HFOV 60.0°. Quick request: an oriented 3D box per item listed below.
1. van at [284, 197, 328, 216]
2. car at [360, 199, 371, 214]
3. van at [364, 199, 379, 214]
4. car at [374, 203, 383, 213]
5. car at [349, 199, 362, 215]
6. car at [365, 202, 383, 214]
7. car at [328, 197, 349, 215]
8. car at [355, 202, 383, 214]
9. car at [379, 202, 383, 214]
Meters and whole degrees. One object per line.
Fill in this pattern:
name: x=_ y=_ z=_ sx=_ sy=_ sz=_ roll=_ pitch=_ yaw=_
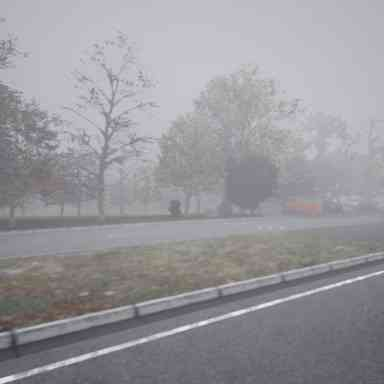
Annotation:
van: x=12.340 y=1.556 z=37.274 sx=1.878 sy=1.987 sz=4.442 roll=2 pitch=-1 yaw=-35
car: x=19.268 y=2.023 z=42.057 sx=2.231 sy=1.521 sz=4.892 roll=2 pitch=-1 yaw=-35
van: x=21.458 y=1.883 z=43.768 sx=1.878 sy=1.987 sz=4.442 roll=2 pitch=-1 yaw=-35
car: x=30.544 y=2.459 z=50.091 sx=2.231 sy=1.521 sz=4.892 roll=2 pitch=-1 yaw=-35
car: x=17.119 y=1.934 z=40.307 sx=1.946 sy=1.575 sz=5.366 roll=2 pitch=-1 yaw=-35
car: x=28.289 y=2.370 z=48.485 sx=2.097 sy=1.535 sz=5.008 roll=2 pitch=-1 yaw=-35
car: x=14.748 y=1.604 z=38.879 sx=2.435 sy=2.045 sz=5.566 roll=2 pitch=-1 yaw=-35
car: x=25.931 y=2.279 z=46.805 sx=2.097 sy=1.535 sz=5.008 roll=2 pitch=-1 yaw=-35
car: x=23.796 y=2.071 z=45.252 sx=2.185 sy=1.767 sz=4.553 roll=2 pitch=-1 yaw=-35
